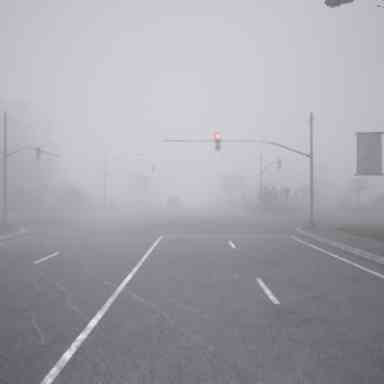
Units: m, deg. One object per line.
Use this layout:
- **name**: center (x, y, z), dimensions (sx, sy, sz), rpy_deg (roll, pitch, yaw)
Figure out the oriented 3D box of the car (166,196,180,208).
- **car**: center (-3.168, 1.686, 57.418), dimensions (2.150, 2.045, 5.566), rpy_deg (0, 0, 1)
